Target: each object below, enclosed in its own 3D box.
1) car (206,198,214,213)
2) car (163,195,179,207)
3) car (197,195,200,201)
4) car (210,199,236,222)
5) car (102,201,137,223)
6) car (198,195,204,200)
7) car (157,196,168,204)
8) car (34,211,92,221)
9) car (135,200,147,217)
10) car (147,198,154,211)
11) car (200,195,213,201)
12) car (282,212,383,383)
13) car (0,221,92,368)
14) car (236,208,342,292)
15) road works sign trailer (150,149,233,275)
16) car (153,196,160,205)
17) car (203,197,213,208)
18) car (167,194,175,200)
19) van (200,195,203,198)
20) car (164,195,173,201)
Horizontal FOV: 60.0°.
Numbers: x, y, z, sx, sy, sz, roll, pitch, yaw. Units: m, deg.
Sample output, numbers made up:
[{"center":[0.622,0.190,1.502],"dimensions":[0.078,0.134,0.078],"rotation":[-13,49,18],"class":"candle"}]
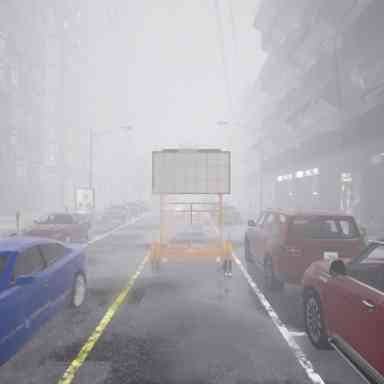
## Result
[{"center":[2.635,1.567,31.459],"dimensions":[1.947,1.339,4.313],"rotation":[1,0,0],"class":"car"},{"center":[-3.107,1.590,51.899],"dimensions":[1.895,1.301,4.718],"rotation":[0,0,0],"class":"car"},{"center":[2.542,1.551,76.712],"dimensions":[1.802,1.307,4.206],"rotation":[1,0,0],"class":"car"},{"center":[2.647,1.528,25.972],"dimensions":[1.752,1.417,4.829],"rotation":[1,0,0],"class":"car"},{"center":[-5.734,1.584,25.818],"dimensions":[1.802,1.307,4.206],"rotation":[1,0,0],"class":"car"},{"center":[2.507,1.530,93.682],"dimensions":[1.802,1.307,4.206],"rotation":[1,0,0],"class":"car"},{"center":[-5.815,1.561,65.418],"dimensions":[1.802,1.307,4.206],"rotation":[1,0,0],"class":"car"},{"center":[-5.710,1.548,14.505],"dimensions":[1.887,1.381,4.507],"rotation":[1,0,0],"class":"car"},{"center":[-5.745,1.545,31.475],"dimensions":[1.887,1.381,4.507],"rotation":[1,0,0],"class":"car"},{"center":[-5.757,1.564,37.132],"dimensions":[1.947,1.339,4.313],"rotation":[1,0,0],"class":"car"},{"center":[2.600,1.557,48.429],"dimensions":[1.947,1.339,4.313],"rotation":[1,0,0],"class":"car"},{"center":[2.696,1.316,3.175],"dimensions":[2.192,1.841,5.009],"rotation":[1,0,0],"class":"car"},{"center":[-3.110,1.479,4.990],"dimensions":[1.882,1.535,5.008],"rotation":[0,0,0],"class":"car"},{"center":[2.685,1.317,8.833],"dimensions":[2.192,1.841,5.009],"rotation":[1,0,0],"class":"car"},{"center":[-0.021,0.467,10.391],"dimensions":[2.380,3.560,2.880],"rotation":[0,0,0],"class":"road works sign trailer"},{"center":[-5.790,1.428,54.104],"dimensions":[1.967,1.590,4.097],"rotation":[1,0,0],"class":"car"},{"center":[2.624,1.549,37.116],"dimensions":[2.008,1.369,4.403],"rotation":[1,0,0],"class":"car"},{"center":[-5.871,1.388,93.701],"dimensions":[1.967,1.590,4.097],"rotation":[1,0,0],"class":"car"},{"center":[2.592,1.329,54.086],"dimensions":[1.690,1.788,3.998],"rotation":[1,0,0],"class":"van"},{"center":[-5.850,1.545,82.386],"dimensions":[1.802,1.307,4.206],"rotation":[1,0,0],"class":"car"}]
